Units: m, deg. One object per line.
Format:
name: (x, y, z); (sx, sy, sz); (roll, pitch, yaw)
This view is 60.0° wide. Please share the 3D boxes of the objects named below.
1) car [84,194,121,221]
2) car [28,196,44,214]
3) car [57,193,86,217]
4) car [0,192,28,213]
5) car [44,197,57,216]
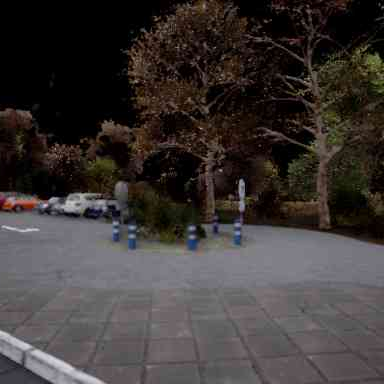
car: (-6.111, 1.299, 27.380); (2.185, 1.767, 4.553); (1, 0, 36)
car: (-12.961, 1.237, 32.380); (2.185, 1.767, 4.553); (1, 0, 36)
car: (-8.337, 1.153, 29.054); (2.435, 2.045, 5.566); (1, 0, 36)
car: (-17.419, 1.197, 35.507); (2.185, 1.767, 4.553); (1, 0, 36)
car: (-10.699, 1.257, 30.755); (2.185, 1.767, 4.553); (1, 0, 36)
